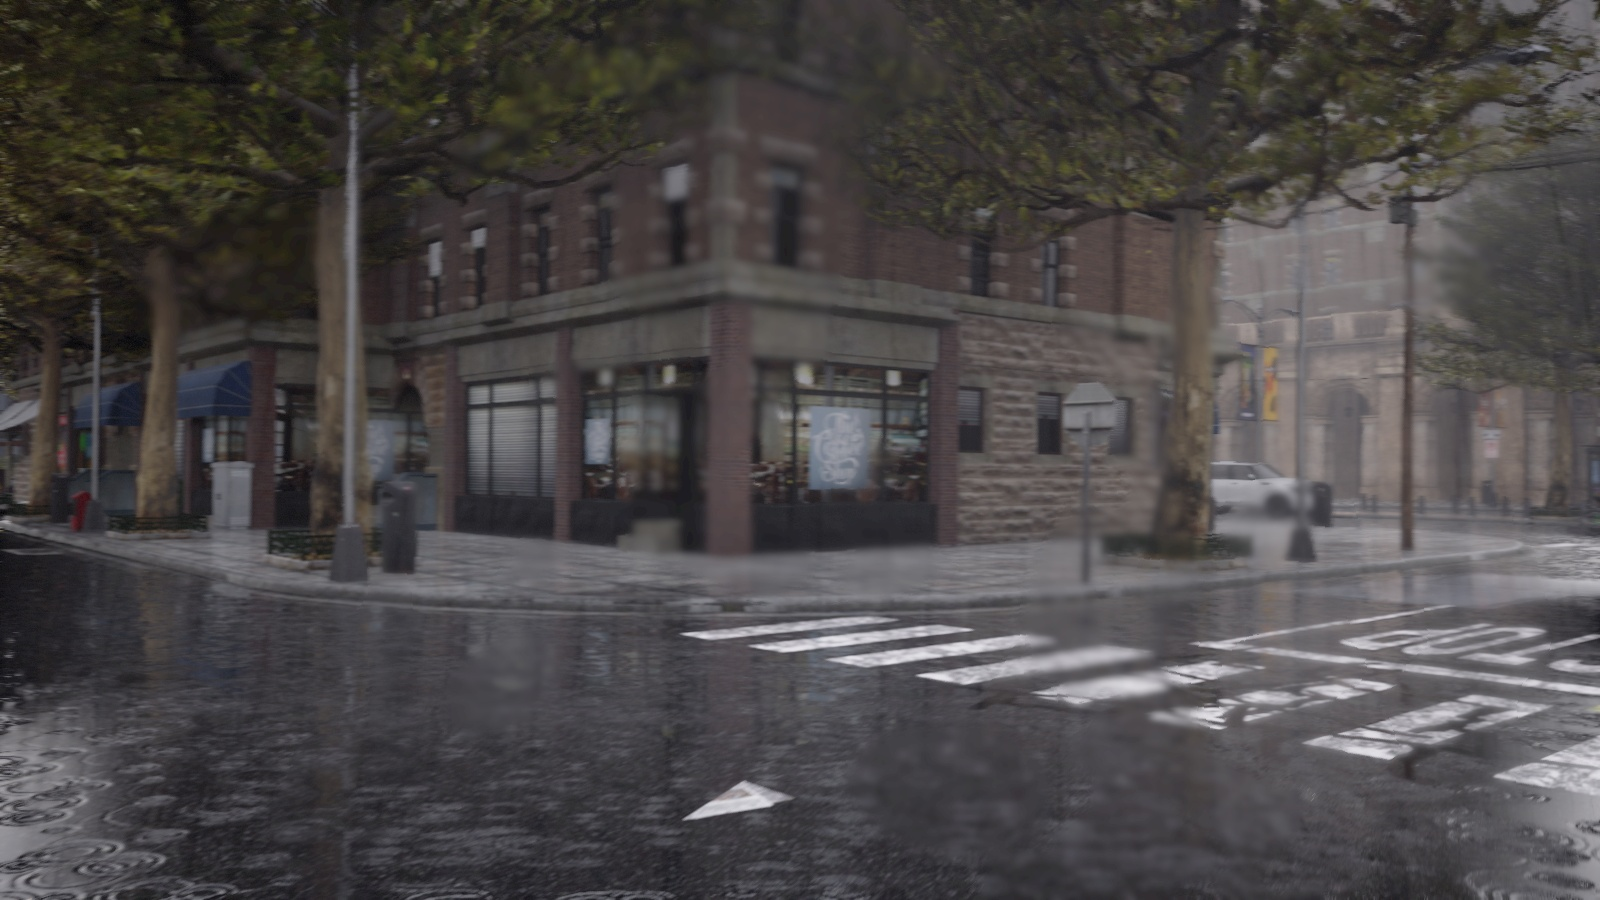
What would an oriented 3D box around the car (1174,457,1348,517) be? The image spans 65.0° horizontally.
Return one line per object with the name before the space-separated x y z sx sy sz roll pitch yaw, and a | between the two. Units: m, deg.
car | 16.624 1.300 45.555 2.150 2.045 5.566 1 -1 -40
